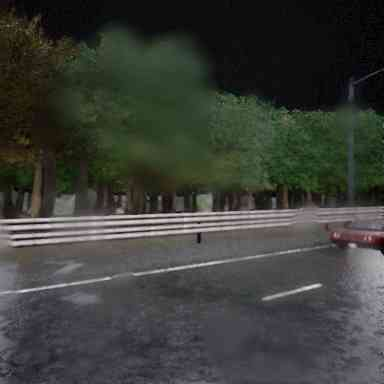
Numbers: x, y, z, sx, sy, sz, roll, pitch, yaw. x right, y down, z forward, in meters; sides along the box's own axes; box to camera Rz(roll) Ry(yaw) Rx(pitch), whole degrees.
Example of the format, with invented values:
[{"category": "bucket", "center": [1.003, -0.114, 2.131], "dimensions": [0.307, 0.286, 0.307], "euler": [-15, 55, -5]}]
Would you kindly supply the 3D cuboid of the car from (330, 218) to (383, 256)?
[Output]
[{"category": "car", "center": [7.837, 1.735, 13.760], "dimensions": [4.718, 1.301, 1.895], "euler": [1, 0, -35]}]
